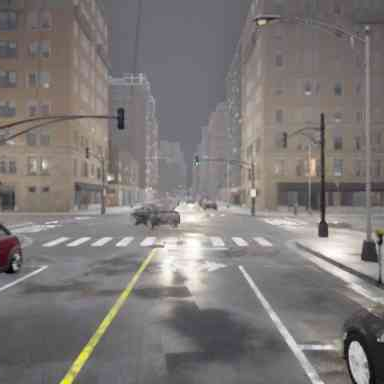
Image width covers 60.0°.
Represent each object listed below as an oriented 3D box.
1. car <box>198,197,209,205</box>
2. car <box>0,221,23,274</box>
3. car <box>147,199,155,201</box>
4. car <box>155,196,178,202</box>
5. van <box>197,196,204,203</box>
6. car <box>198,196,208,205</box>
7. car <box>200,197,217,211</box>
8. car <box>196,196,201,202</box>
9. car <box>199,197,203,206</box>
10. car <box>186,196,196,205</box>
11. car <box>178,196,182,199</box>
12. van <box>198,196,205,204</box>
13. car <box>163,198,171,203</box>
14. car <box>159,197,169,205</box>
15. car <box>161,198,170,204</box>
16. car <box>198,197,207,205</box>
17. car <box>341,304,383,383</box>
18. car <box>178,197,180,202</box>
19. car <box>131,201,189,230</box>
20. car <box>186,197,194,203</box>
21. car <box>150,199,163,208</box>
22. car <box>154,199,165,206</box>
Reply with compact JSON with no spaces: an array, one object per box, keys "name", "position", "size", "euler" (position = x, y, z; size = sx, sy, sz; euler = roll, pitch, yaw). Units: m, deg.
[{"name":"car","position":[2.338,1.909,68.363],"size":[1.967,1.590,4.097],"euler":[0,-1,-1]},{"name":"car","position":[-5.850,1.486,7.898],"size":[1.967,1.590,4.097],"euler":[0,0,0]},{"name":"car","position":[-5.980,1.844,46.258],"size":[2.008,1.369,4.403],"euler":[0,0,-1]},{"name":"car","position":[-3.167,1.616,42.019],"size":[2.097,1.767,4.553],"euler":[0,0,-1]},{"name":"van","position":[2.184,1.961,84.883],"size":[1.690,1.788,3.998],"euler":[0,-1,-1]},{"name":"car","position":[2.440,1.905,57.518],"size":[1.752,1.417,4.829],"euler":[0,0,-1]},{"name":"car","position":[2.545,1.839,46.334],"size":[1.887,1.381,4.507],"euler":[0,0,-1]},{"name":"car","position":[2.391,1.738,62.856],"size":[2.192,1.841,5.009],"euler":[0,0,-1]},{"name":"car","position":[2.493,1.901,51.841],"size":[1.947,1.339,4.313],"euler":[0,0,-1]},{"name":"car","position":[-0.384,2.105,73.830],"size":[1.895,1.301,4.718],"euler":[0,-1,-1]},{"name":"car","position":[-3.287,1.895,62.325],"size":[1.882,1.535,5.008],"euler":[0,0,0]},{"name":"van","position":[2.236,1.909,79.377],"size":[1.690,1.788,3.998],"euler":[0,-1,-1]},{"name":"car","position":[-6.342,2.185,84.812],"size":[1.947,1.339,4.313],"euler":[0,-1,-1]},{"name":"car","position":[-6.238,1.956,73.798],"size":[1.967,1.590,4.097],"euler":[0,0,-1]},{"name":"car","position":[-6.290,2.149,79.304],"size":[1.802,1.307,4.206],"euler":[0,-1,-1]},{"name":"car","position":[2.287,1.958,73.868],"size":[1.967,1.590,4.097],"euler":[0,-1,-1]},{"name":"car","position":[2.675,1.566,2.409],"size":[2.008,1.369,4.403],"euler":[0,0,0]},{"name":"car","position":[-3.259,1.936,51.858],"size":[1.895,1.301,4.718],"euler":[0,0,0]},{"name":"car","position":[-2.529,1.578,22.021],"size":[2.128,1.511,4.902],"euler":[1,-1,-30]},{"name":"car","position":[-0.478,1.995,83.806],"size":[1.994,1.385,4.181],"euler":[0,-1,-1]},{"name":"car","position":[-6.084,1.921,57.274],"size":[1.887,1.381,4.507],"euler":[0,0,-1]},{"name":"car","position":[-6.136,2.003,62.781],"size":[1.802,1.307,4.206],"euler":[0,0,-1]}]
